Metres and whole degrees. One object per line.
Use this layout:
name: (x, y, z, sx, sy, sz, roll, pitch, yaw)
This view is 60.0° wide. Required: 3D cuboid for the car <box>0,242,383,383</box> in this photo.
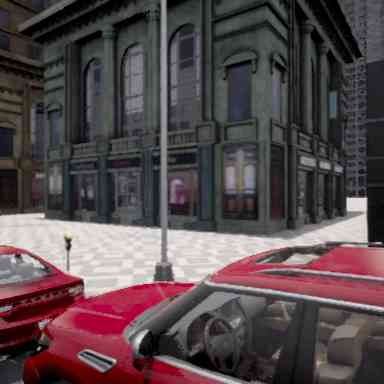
car: (0.909, 1.318, 2.310, 5.009, 1.841, 2.192, 0, 0, 35)
